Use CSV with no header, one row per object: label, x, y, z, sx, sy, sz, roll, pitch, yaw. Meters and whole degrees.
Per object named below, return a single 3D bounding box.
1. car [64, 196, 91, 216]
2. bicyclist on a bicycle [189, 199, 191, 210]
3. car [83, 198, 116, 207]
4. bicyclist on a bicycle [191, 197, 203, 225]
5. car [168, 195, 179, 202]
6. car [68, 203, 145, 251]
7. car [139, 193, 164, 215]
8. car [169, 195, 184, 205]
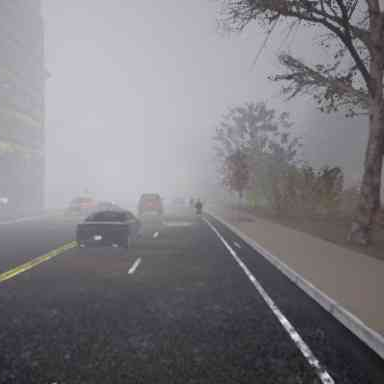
car,-10.684,1.292,32.168,2.097,1.767,4.553,0,0,-3
bicyclist on a bicycle,-0.006,1.377,33.764,0.582,1.620,1.656,0,0,-3
car,-7.242,1.492,28.199,2.033,1.411,5.357,0,0,-2
bicyclist on a bicycle,0.464,1.320,22.741,0.659,1.776,1.843,0,0,-2
car,-4.165,1.361,74.709,2.033,1.411,5.357,0,0,-7
car,-3.341,1.450,14.112,1.882,1.535,5.008,0,0,-1
car,-4.010,1.152,32.864,2.150,2.045,5.566,0,0,-3
car,-2.381,1.434,56.813,1.994,1.385,4.181,0,0,-5
